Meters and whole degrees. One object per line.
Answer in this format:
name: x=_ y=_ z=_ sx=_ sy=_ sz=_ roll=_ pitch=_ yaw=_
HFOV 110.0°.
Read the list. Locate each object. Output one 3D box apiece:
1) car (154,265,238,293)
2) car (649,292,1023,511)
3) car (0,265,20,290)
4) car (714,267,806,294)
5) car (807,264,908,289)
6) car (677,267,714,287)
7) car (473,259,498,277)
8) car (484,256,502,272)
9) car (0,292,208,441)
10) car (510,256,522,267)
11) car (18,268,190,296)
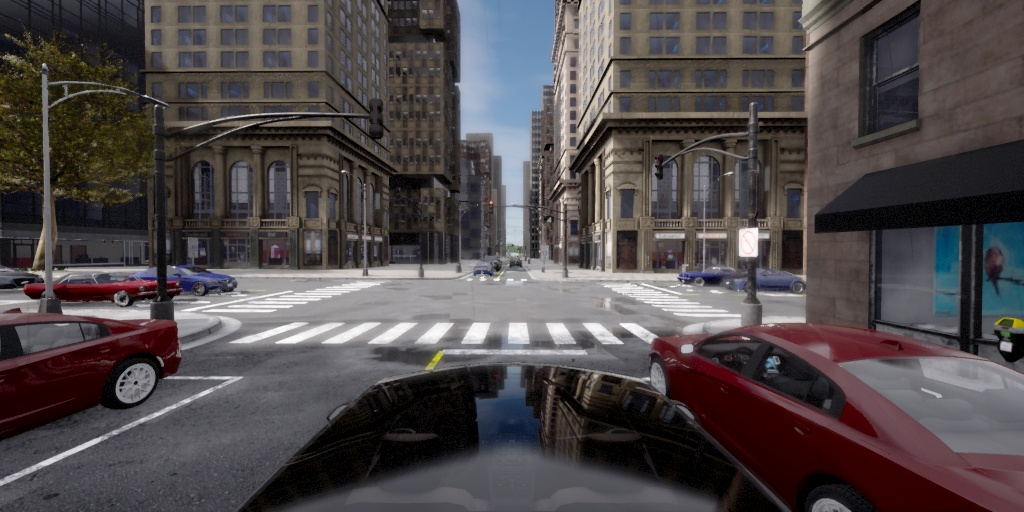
car: x=-16.362 y=1.173 z=17.865 sx=4.674 sy=1.442 sz=1.812 roll=0 pitch=1 yaw=1
car: x=2.771 y=1.294 z=3.333 sx=1.888 sy=1.381 sz=4.507 roll=0 pitch=0 yaw=0
car: x=-26.361 y=1.131 z=17.961 sx=4.181 sy=1.385 sz=1.994 roll=0 pitch=1 yaw=0
car: x=14.643 y=1.418 z=21.033 sx=4.181 sy=1.385 sz=1.994 roll=0 pitch=1 yaw=1
car: x=23.178 y=1.357 z=24.202 sx=5.008 sy=1.535 sz=1.882 roll=0 pitch=1 yaw=0
car: x=13.819 y=1.400 z=24.292 sx=4.718 sy=1.301 sz=1.895 roll=0 pitch=1 yaw=1
car: x=-2.794 y=1.288 z=36.185 sx=2.033 sy=1.411 sz=5.357 roll=0 pitch=0 yaw=0
car: x=-2.695 y=0.959 z=46.371 sx=2.150 sy=2.045 sz=5.566 roll=0 pitch=0 yaw=1
car: x=-5.755 y=1.295 z=3.404 sx=1.888 sy=1.381 sz=4.507 roll=0 pitch=0 yaw=0
car: x=0.680 y=1.086 z=64.029 sx=2.097 sy=1.767 sz=4.553 roll=0 pitch=0 yaw=1
car: x=-16.387 y=1.296 z=14.596 sx=4.718 sy=1.301 sz=1.895 roll=0 pitch=1 yaw=1
